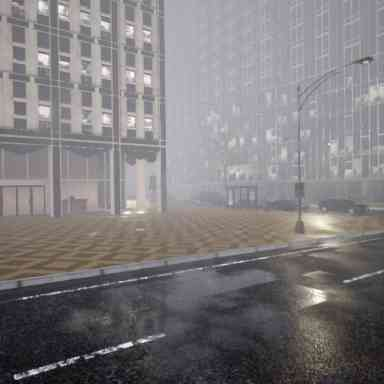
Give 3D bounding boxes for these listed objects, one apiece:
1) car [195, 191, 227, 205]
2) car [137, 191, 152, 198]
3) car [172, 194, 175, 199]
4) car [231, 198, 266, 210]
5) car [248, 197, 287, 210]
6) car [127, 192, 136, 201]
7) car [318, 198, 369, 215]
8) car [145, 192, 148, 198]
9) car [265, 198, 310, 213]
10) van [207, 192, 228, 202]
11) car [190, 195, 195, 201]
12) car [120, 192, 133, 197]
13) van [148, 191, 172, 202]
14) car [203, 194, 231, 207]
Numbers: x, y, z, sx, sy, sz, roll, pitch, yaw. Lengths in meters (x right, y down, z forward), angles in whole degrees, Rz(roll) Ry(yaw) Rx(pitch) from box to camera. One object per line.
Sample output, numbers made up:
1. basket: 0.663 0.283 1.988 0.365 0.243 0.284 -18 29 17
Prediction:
1. car: 3.253 0.883 49.897 2.150 2.045 5.566 -1 1 -35
2. car: -11.630 0.681 81.860 1.967 1.590 4.097 0 1 -34
3. car: -5.203 0.931 72.487 1.802 1.307 4.206 -1 1 -34
4. car: 7.070 1.384 39.560 1.802 1.307 4.206 -1 1 -34
5. car: 9.269 1.359 41.118 1.895 1.301 4.718 -1 1 -34
6. car: -12.116 1.036 67.750 2.008 1.369 4.403 0 1 -34
7. car: 14.877 1.354 32.913 1.837 1.490 4.892 -1 1 -34
8. car: -8.417 0.610 77.171 2.192 1.841 5.009 -1 1 -34
9. car: 10.270 1.420 34.860 1.947 1.339 4.313 -1 1 -34
10. van: 4.436 0.850 58.419 1.690 1.788 3.998 -1 1 -34
11. car: 1.223 1.038 63.110 1.802 1.307 4.206 -1 1 -34
12. car: -18.056 0.683 91.238 2.008 1.369 4.403 0 1 -34
13. van: -5.689 0.933 58.371 1.690 1.788 3.998 -1 1 -34
14. car: 3.905 1.316 44.281 1.947 1.339 4.313 -1 1 -34
